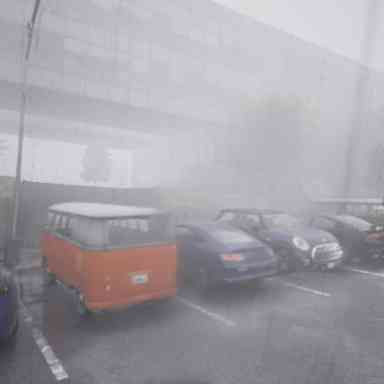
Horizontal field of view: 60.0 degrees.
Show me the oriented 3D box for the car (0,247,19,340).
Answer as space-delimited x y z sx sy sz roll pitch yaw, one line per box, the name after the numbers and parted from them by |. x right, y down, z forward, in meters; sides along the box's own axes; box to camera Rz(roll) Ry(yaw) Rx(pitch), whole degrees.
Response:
-4.391 1.509 5.869 2.163 1.488 4.792 0 0 -35 | car

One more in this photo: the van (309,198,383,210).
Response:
7.068 1.265 13.862 1.878 1.987 4.442 0 0 -35 | van

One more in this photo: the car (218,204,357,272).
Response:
2.432 1.360 10.737 2.185 1.767 4.553 0 0 -35 | car

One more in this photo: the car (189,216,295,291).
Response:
0.178 1.524 9.089 2.002 1.452 4.674 0 0 -35 | car

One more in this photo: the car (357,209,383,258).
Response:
4.627 1.488 12.258 2.097 1.535 5.008 0 0 -35 | car

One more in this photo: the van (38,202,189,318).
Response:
-2.166 1.256 7.565 1.878 1.987 4.442 0 0 -35 | van
